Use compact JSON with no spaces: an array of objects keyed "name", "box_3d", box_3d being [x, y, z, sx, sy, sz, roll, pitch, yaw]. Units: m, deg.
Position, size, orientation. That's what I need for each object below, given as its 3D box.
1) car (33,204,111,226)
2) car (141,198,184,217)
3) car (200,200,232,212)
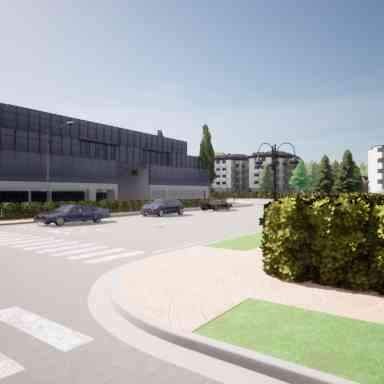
[{"name":"car","box_3d":[-8.450,1.570,23.983,2.033,1.411,5.357,0,0,37]},{"name":"car","box_3d":[-2.810,1.375,31.868,2.097,1.767,4.553,0,0,35]},{"name":"car","box_3d":[2.952,1.624,40.000,1.895,1.301,4.718,0,0,35]}]
